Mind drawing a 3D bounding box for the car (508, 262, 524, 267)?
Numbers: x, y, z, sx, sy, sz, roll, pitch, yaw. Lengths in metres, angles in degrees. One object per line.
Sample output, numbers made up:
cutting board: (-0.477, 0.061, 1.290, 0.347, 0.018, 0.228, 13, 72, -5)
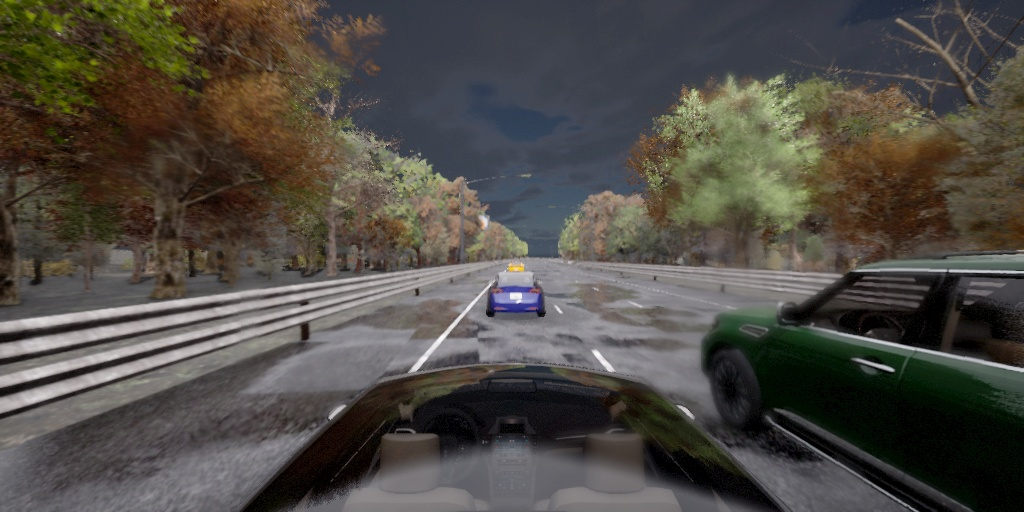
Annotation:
car: (0.549, 1.461, 44.776, 1.882, 1.535, 5.008, 0, 0, 1)

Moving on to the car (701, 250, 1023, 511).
car: (3.602, 0.979, 2.441, 2.150, 2.045, 5.566, 0, 0, 0)

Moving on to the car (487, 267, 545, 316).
car: (0.140, 1.319, 13.626, 2.163, 1.488, 4.792, 0, 0, 0)
